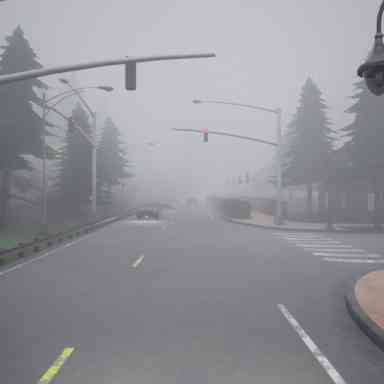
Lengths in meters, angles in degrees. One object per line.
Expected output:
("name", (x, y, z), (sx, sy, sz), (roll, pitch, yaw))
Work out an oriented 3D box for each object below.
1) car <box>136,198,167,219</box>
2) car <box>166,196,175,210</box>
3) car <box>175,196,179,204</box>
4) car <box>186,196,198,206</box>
("car", (-3.604, 1.547, 29.010), (2.033, 1.411, 5.357), (0, 0, 0))
("car", (-3.597, 1.526, 43.537), (1.812, 1.442, 4.674), (0, 0, -1))
("car", (-3.534, 1.507, 64.204), (1.837, 1.490, 4.892), (0, -1, 1))
("car", (-0.007, 1.477, 56.098), (1.882, 1.535, 5.008), (0, 0, 0))
